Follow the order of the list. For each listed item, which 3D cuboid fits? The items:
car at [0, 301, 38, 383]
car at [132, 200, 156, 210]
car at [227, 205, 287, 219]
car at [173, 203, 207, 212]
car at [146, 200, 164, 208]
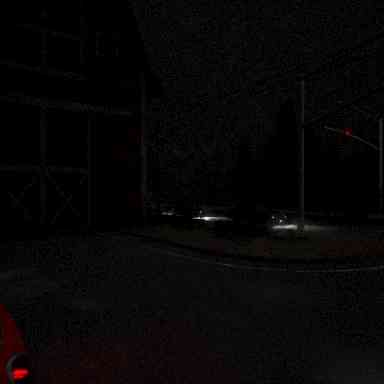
[{"bbox_3d":[-3.249,1.360,1.681,4.553,1.767,2.097,0,0,-35],"label":"car"},{"bbox_3d":[-7.351,1.891,50.681,1.994,1.385,4.181,0,0,-34],"label":"car"},{"bbox_3d":[4.918,1.723,26.225,2.033,1.411,5.357,0,0,-34],"label":"car"},{"bbox_3d":[-0.296,1.788,33.841,1.994,1.385,4.181,0,0,-34],"label":"car"},{"bbox_3d":[-5.274,1.871,41.109,1.895,1.301,4.718,0,0,-34],"label":"car"}]
